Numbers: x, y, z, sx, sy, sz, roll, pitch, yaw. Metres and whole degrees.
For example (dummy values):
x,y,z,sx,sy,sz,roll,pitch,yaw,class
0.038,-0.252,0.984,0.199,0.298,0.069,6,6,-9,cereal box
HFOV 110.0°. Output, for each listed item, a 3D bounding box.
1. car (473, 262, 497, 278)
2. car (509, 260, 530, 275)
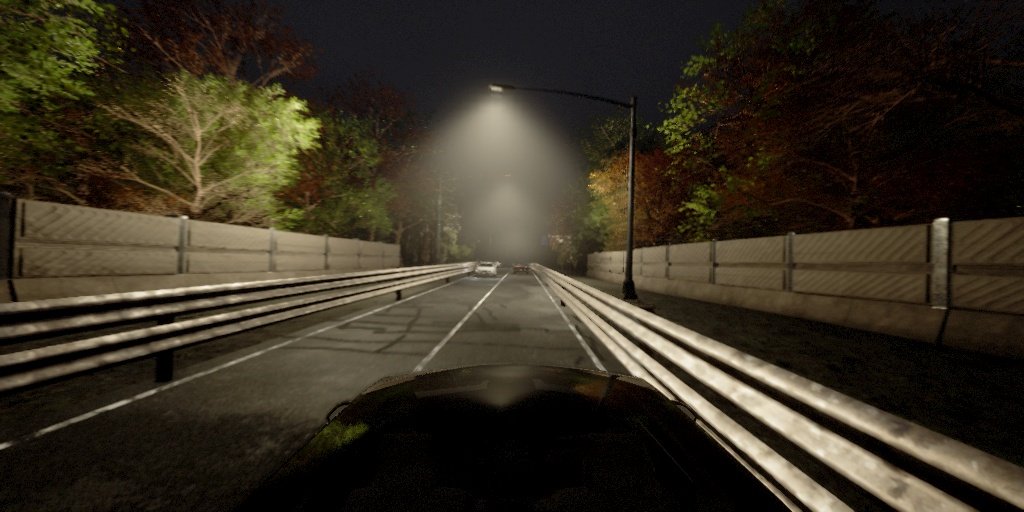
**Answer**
x,y,z,sx,sy,sz,roll,pitch,yaw,class
-2.484,1.317,35.067,1.812,1.442,4.674,2,0,2,car
1.121,1.467,44.501,2.128,1.511,4.902,2,-1,2,car
